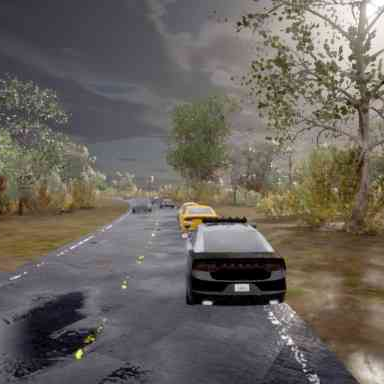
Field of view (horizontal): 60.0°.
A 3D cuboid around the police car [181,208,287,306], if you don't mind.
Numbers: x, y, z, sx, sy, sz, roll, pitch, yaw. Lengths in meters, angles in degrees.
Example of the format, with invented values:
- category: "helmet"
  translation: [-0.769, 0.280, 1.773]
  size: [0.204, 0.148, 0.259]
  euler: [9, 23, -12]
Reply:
- category: "police car"
  translation: [0.774, 1.425, 8.246]
  size: [1.930, 1.638, 5.238]
  euler: [0, 0, -2]

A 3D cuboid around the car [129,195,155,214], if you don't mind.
- category: "car"
  translation: [-5.322, 1.350, 35.751]
  size: [2.097, 1.767, 4.553]
  euler: [0, 0, -7]

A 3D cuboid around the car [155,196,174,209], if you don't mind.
- category: "car"
  translation: [-3.577, 1.543, 46.143]
  size: [2.033, 1.411, 5.357]
  euler: [0, 0, -9]

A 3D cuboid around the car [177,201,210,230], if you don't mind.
- category: "car"
  translation: [0.313, 1.477, 18.204]
  size: [1.882, 1.535, 5.008]
  euler: [0, 0, -4]

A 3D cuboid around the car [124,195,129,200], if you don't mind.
- category: "car"
  translation: [-17.814, 1.496, 92.328]
  size: [1.837, 1.490, 4.892]
  euler: [0, 0, -18]

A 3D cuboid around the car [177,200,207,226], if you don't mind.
- category: "car"
  translation: [-0.141, 1.453, 24.425]
  size: [1.801, 1.575, 5.366]
  euler: [0, 0, -5]
